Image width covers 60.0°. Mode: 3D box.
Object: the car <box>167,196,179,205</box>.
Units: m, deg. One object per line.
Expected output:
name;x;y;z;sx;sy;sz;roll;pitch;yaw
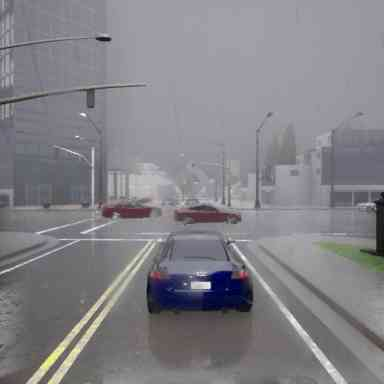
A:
car;-3.516;1.505;61.561;1.837;1.490;4.892;0;0;1

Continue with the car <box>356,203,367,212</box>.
car;20.760;1.477;37.085;4.674;1.442;1.812;0;0;-2

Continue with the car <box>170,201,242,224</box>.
car;1.037;1.534;22.725;4.674;1.442;1.812;0;0;0

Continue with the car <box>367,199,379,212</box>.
car;20.520;1.515;33.571;4.181;1.385;1.994;0;0;0

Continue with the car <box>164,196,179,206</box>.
car;-3.566;1.491;51.162;2.128;1.511;4.902;0;0;0

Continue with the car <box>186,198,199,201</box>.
car;0.094;1.564;51.825;1.994;1.385;4.181;0;0;0

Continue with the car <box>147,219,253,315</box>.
car;0.091;1.564;7.685;1.994;1.385;4.181;0;0;-2

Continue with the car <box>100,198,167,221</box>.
car;-4.968;1.508;27.457;5.008;1.535;1.882;-1;1;-21
